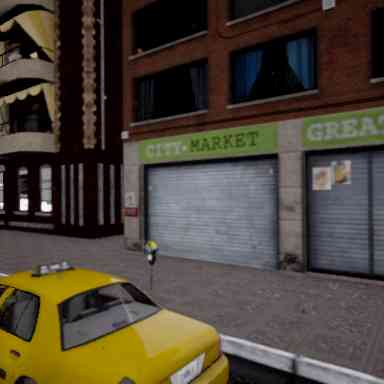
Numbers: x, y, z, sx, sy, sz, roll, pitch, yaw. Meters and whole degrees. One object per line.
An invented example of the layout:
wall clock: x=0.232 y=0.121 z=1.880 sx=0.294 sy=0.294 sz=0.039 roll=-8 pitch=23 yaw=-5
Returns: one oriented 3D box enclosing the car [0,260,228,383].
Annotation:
car: x=-1.917 y=1.557 z=4.245 sx=4.829 sy=1.417 sz=1.752 roll=-1 pitch=-1 yaw=36
